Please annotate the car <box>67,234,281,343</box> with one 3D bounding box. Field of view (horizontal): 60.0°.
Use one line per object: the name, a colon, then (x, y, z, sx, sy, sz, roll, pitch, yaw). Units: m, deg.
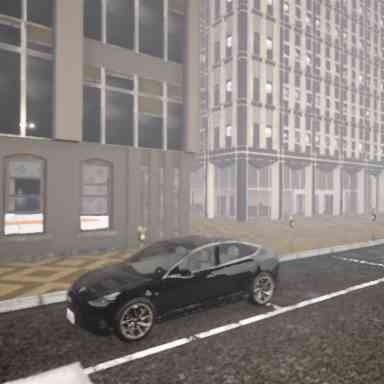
car: (-0.116, 1.563, 6.461, 4.313, 1.339, 1.947, 0, 1, -35)
